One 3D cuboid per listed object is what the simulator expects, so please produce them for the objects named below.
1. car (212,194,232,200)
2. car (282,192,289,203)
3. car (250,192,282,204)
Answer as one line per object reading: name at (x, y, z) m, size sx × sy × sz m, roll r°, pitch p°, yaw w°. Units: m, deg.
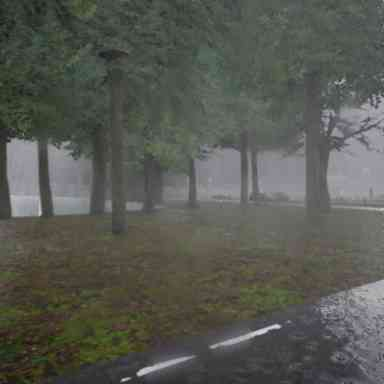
car at (6.716, 1.069, 75.224) m, size 2.033 × 1.411 × 5.357 m, roll 0°, pitch 1°, yaw -36°
car at (15.726, 1.033, 62.743) m, size 2.150 × 2.045 × 5.566 m, roll 0°, pitch 1°, yaw -36°
car at (13.175, 1.039, 61.468) m, size 2.150 × 2.045 × 5.566 m, roll 0°, pitch 1°, yaw -35°
